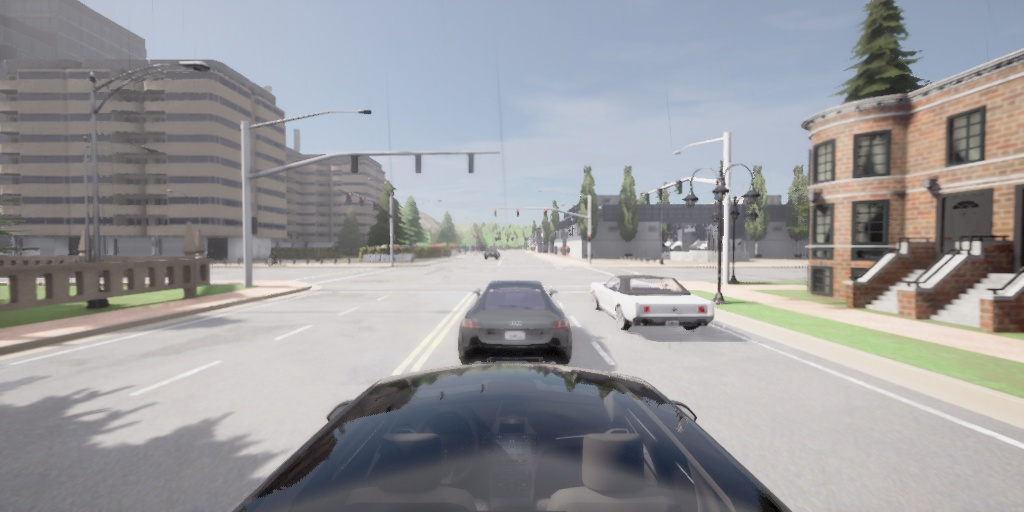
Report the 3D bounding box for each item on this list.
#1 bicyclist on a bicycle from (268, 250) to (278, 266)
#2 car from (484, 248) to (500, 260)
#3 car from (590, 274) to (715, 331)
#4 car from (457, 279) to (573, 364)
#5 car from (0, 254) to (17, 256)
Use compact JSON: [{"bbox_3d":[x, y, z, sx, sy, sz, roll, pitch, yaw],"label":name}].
[{"bbox_3d":[-25.251,0.229,37.902,0.582,1.620,1.656,0,1,0],"label":"bicyclist on a bicycle"},{"bbox_3d":[-3.537,-0.379,61.118,2.150,2.045,5.566,0,1,1],"label":"car"},{"bbox_3d":[3.575,1.158,10.183,1.895,1.301,4.718,0,1,0],"label":"car"},{"bbox_3d":[0.063,1.178,7.668,1.994,1.385,4.181,0,1,0],"label":"car"},{"bbox_3d":[-40.580,0.653,26.948,5.008,1.535,1.882,0,1,0],"label":"car"}]
